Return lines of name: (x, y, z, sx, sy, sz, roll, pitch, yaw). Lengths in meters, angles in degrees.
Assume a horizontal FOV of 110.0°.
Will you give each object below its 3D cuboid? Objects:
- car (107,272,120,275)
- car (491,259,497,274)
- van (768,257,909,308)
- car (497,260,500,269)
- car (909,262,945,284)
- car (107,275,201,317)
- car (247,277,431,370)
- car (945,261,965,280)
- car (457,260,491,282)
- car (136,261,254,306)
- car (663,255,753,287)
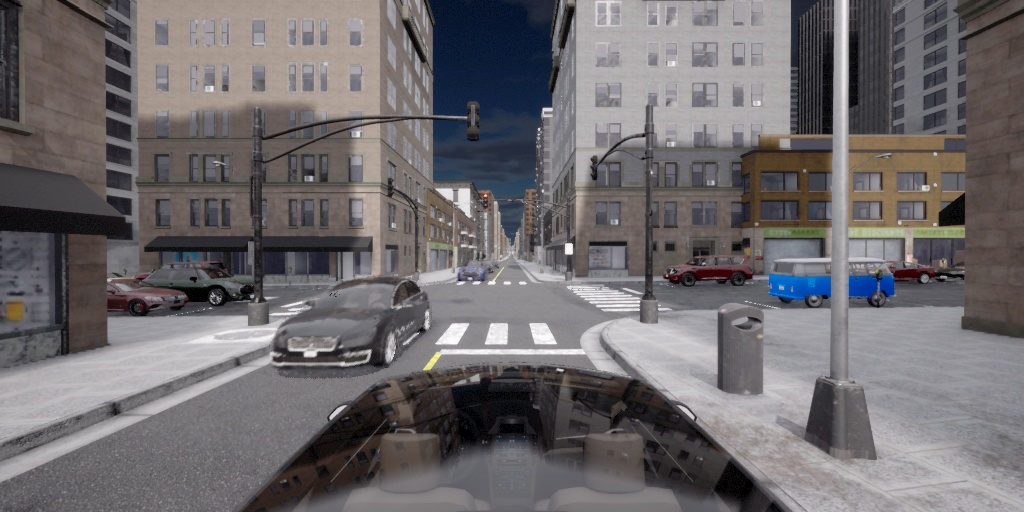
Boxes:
car: (-26.007, 1.552, 22.129, 4.829, 1.417, 1.751, 0, 0, 0)
car: (-3.069, 1.262, 41.743, 1.837, 1.490, 4.892, 0, 1, 0)
van: (12.125, 0.957, 13.676, 3.998, 1.789, 1.690, 0, 0, 0)
car: (-3.042, 1.291, 57.792, 1.837, 1.490, 4.892, 0, -1, 0)
car: (23.326, 0.965, 22.223, 4.507, 1.381, 1.888, 0, 0, 0)
car: (-14.811, 1.528, 13.625, 4.207, 1.307, 1.802, 0, 0, 0)
car: (-3.095, 1.254, 7.937, 1.837, 1.490, 4.892, 0, 0, 0)
car: (28.935, 0.916, 22.234, 4.313, 1.339, 1.948, 0, 0, 0)
car: (-3.082, 1.104, 28.736, 2.097, 1.767, 4.553, 0, 0, 0)
car: (-14.001, 1.269, 16.267, 4.553, 1.767, 2.097, -1, 0, 0)
car: (12.108, 0.872, 22.201, 5.009, 1.841, 2.192, 0, 0, 0)
